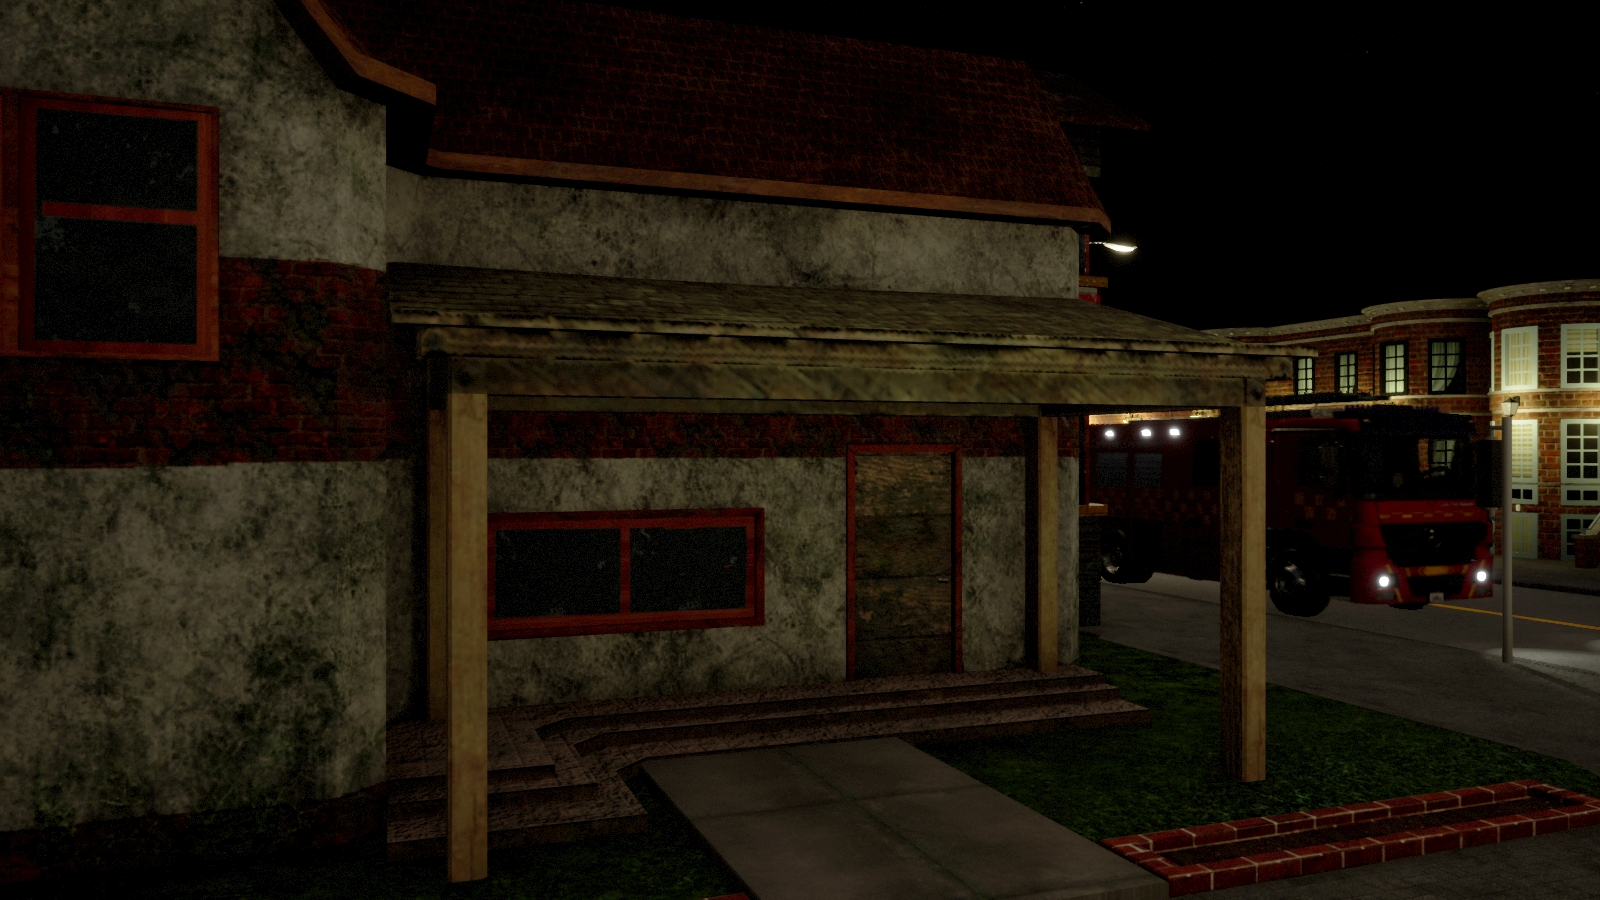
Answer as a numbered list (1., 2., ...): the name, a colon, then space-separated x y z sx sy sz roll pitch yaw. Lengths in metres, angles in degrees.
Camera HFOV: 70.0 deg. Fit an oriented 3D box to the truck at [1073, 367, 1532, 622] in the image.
1. truck: 8.838 0.671 21.669 2.891 3.827 8.468 0 0 -20
